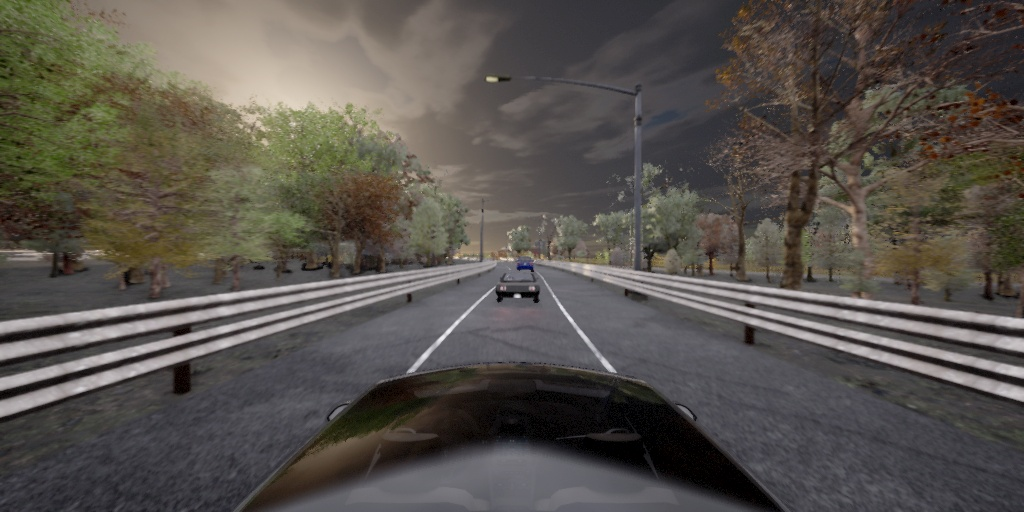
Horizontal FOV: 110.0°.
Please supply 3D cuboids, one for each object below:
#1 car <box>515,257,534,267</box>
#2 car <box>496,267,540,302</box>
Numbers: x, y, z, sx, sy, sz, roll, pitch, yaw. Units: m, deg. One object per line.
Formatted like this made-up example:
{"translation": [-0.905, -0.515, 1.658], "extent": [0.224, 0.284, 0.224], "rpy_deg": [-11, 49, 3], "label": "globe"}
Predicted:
{"translation": [1.631, 1.092, 46.797], "extent": [2.150, 2.045, 5.566], "rpy_deg": [1, 0, 0], "label": "car"}
{"translation": [0.337, 1.394, 17.251], "extent": [1.895, 1.301, 4.718], "rpy_deg": [0, 0, 3], "label": "car"}
